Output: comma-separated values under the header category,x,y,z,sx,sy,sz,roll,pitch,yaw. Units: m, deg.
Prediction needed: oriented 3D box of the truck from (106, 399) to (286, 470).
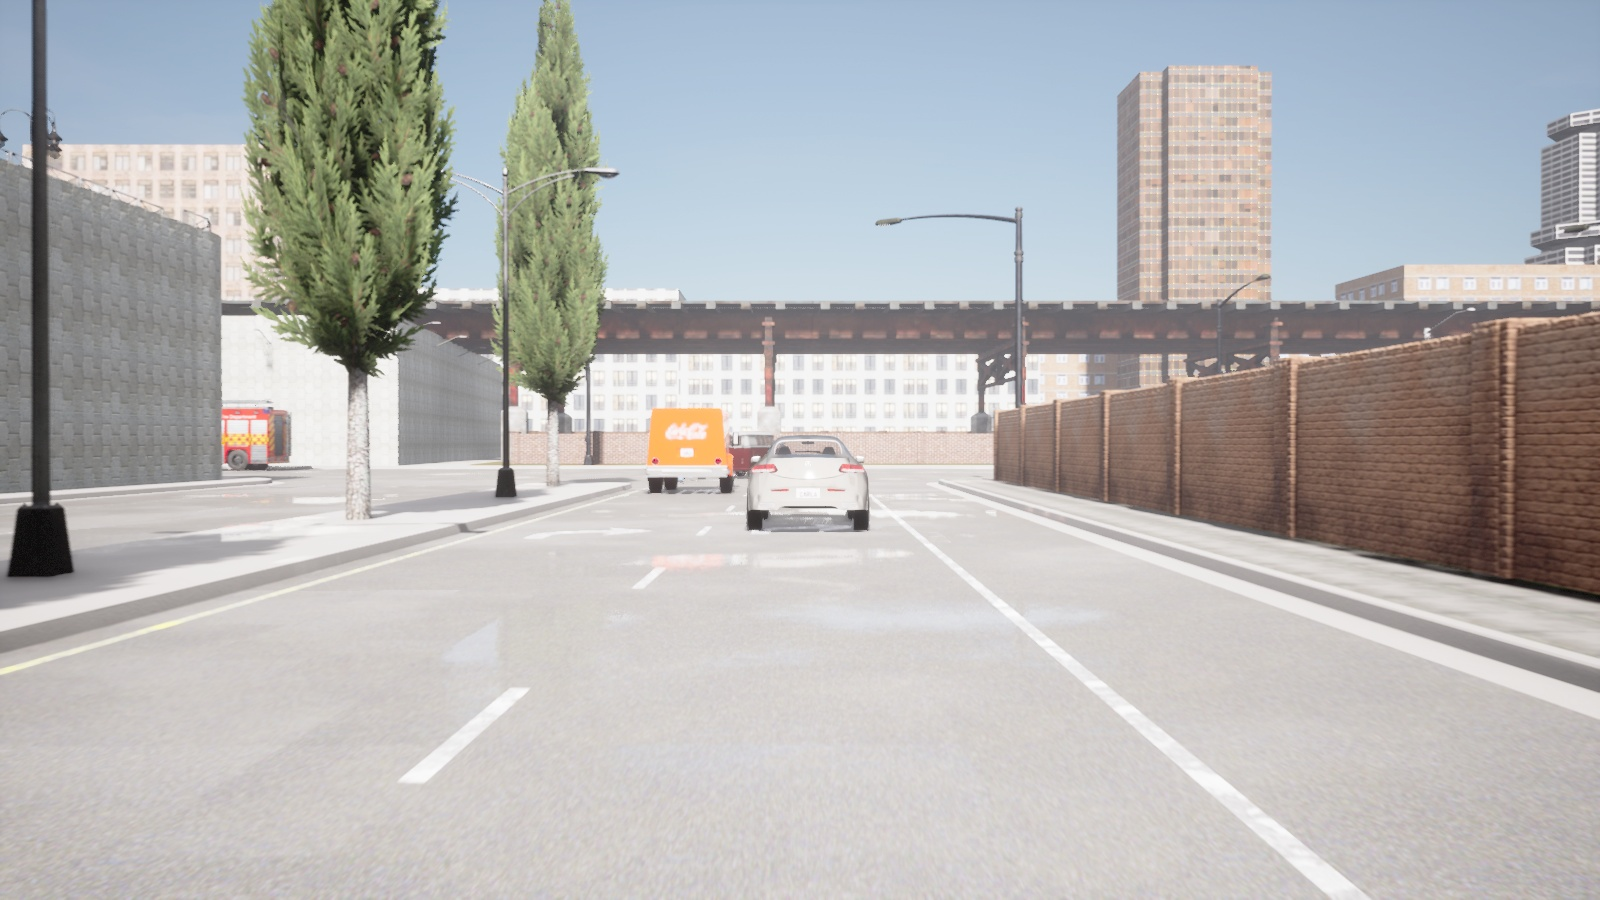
category,x,y,z,sx,sy,sz,roll,pitch,yaw
truck,-32.907,-0.832,68.677,8.468,3.827,2.891,0,0,1

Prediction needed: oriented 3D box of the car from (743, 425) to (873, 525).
category,x,y,z,sx,sy,sz,roll,pitch,yaw
car,0.148,0.394,23.219,2.152,1.651,5.027,0,0,0

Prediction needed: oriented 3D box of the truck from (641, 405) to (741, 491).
category,x,y,z,sx,sy,sz,roll,pitch,yaw
truck,-3.264,0.013,38.816,2.627,2.467,5.204,0,-1,0

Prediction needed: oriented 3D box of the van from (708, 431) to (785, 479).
category,x,y,z,sx,sy,sz,roll,pitch,yaw
van,-2.242,0.193,54.000,1.775,1.987,4.442,0,0,19
